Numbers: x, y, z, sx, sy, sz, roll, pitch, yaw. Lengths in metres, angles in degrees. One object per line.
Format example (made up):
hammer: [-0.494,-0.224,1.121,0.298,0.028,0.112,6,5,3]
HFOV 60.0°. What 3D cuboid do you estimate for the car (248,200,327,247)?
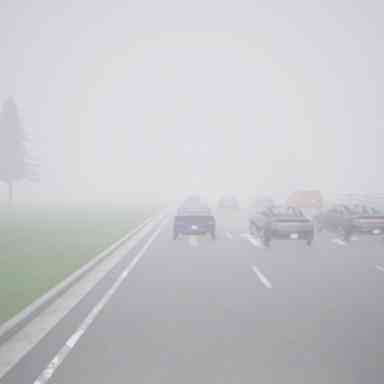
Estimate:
car: [3.602,1.306,14.129,2.128,1.511,4.902,0,1,0]

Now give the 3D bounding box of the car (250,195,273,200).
car: [7.081,1.046,33.714,2.128,1.511,4.902,0,1,0]

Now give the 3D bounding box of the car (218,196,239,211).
car: [3.582,1.118,33.813,1.994,1.385,4.181,0,1,0]

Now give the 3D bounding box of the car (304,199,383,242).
car: [7.103,1.288,15.214,2.128,1.511,4.902,0,1,0]

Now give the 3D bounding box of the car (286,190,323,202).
car: [10.575,0.806,31.582,2.150,2.045,5.566,0,1,0]

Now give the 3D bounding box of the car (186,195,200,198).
car: [0.086,1.045,34.841,1.837,1.490,4.892,0,0,0]

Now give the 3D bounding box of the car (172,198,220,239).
car: [0.102,1.266,16.028,1.882,1.535,5.008,0,1,0]
